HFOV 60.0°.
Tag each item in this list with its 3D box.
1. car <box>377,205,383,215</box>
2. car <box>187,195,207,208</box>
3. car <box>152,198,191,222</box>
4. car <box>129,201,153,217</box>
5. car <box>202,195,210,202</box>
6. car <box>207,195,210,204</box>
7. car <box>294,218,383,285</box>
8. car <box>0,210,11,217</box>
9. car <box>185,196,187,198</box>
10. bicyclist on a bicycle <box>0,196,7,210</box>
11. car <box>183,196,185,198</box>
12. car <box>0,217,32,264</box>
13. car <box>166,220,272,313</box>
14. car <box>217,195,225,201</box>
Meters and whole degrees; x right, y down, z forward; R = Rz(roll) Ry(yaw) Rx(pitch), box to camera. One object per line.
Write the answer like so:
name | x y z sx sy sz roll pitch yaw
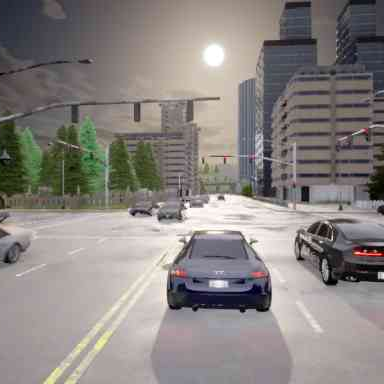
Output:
car | 20.391 1.478 31.649 5.008 1.535 1.882 0 0 5
car | 0.747 1.503 48.992 1.837 1.490 4.892 0 0 5
car | -1.492 1.504 26.390 1.837 1.490 4.892 0 0 6
car | -4.395 1.547 31.954 2.033 1.411 5.357 0 0 7
car | 3.273 1.492 77.655 1.837 1.490 4.892 0 0 5
car | 1.936 1.351 62.553 2.097 1.767 4.553 0 0 5
car | 4.240 1.505 9.388 1.837 1.490 4.892 0 0 5
car | -15.744 1.601 23.946 4.718 1.301 1.895 0 0 5
car | -1.065 1.547 68.039 2.033 1.411 5.357 0 0 5
bicyclist on a bicycle | -22.282 1.301 39.028 0.582 1.620 1.656 0 0 5
car | -2.726 1.547 49.468 2.033 1.411 5.357 0 0 5
car | -6.526 1.601 9.084 1.895 1.301 4.718 0 0 4
car | 0.607 1.564 7.773 1.994 1.385 4.181 0 0 4
car | 7.483 1.500 85.888 1.837 1.490 4.892 0 0 5
